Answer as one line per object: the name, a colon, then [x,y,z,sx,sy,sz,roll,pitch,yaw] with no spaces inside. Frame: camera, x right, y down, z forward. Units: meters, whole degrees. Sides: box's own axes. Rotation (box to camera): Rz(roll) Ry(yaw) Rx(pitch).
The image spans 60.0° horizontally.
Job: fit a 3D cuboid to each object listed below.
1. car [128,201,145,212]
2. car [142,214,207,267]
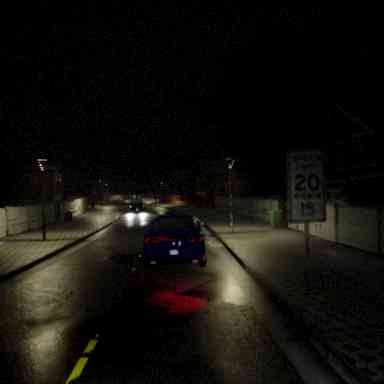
car: [-6.759,1.721,40.317,1.895,1.301,4.718,-1,0,-12]
car: [-0.563,1.502,11.540,1.882,1.535,5.008,-1,0,-2]
